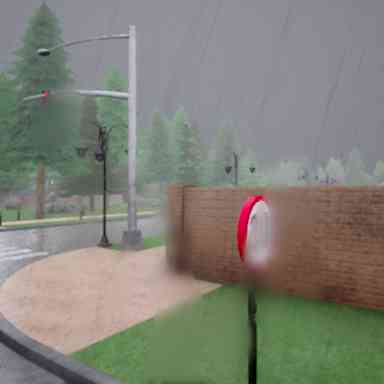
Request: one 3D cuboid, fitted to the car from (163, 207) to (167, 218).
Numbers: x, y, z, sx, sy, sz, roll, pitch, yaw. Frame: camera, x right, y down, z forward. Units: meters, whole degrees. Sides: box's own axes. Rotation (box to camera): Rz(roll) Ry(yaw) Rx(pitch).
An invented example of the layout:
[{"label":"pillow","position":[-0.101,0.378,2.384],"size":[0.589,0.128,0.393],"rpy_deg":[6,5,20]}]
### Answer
[{"label":"car","position":[-0.509,1.474,28.759],"size":[2.128,1.511,4.902],"rpy_deg":[0,0,34]}]
